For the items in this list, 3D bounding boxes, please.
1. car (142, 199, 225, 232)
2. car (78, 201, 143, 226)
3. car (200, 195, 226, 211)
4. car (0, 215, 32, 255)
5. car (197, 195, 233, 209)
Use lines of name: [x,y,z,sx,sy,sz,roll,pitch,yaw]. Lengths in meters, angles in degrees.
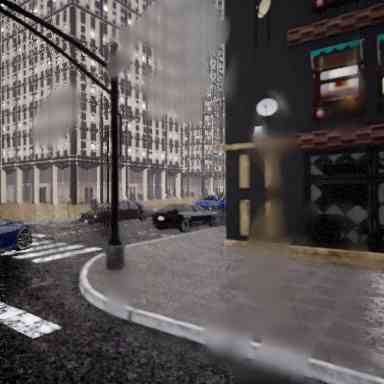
car: [-0.311,1.286,17.815,1.947,1.339,4.313,1,1,35]
car: [-4.694,1.287,21.669,2.033,1.411,5.357,0,1,35]
car: [1.761,1.027,30.818,1.882,1.535,5.008,0,1,35]
car: [-7.062,1.309,10.639,2.097,1.767,4.553,-1,1,-1]
car: [2.569,1.043,36.440,1.947,1.339,4.313,1,1,35]
